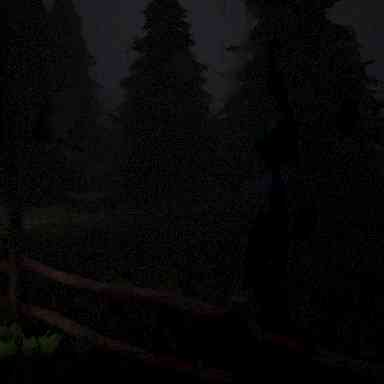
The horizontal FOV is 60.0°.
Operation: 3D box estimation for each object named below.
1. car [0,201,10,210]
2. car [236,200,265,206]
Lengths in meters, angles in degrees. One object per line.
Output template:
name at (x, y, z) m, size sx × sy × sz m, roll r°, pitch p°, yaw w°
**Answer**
car at (-15.756, 1.247, 29.923) m, size 5.566 × 2.045 × 2.150 m, roll 0°, pitch 0°, yaw -45°
car at (7.335, 1.627, 38.934) m, size 4.718 × 1.301 × 1.895 m, roll 0°, pitch 0°, yaw -5°
